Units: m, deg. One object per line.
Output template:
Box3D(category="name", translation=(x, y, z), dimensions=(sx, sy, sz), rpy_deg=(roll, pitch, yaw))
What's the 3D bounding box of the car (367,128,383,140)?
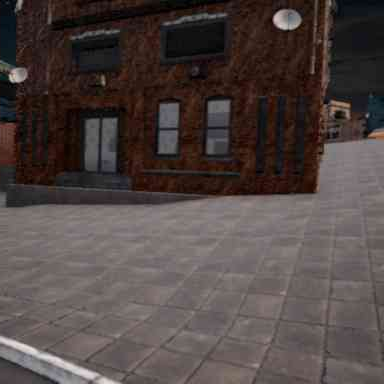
Box3D(category="car", translation=(18.876, -5.262, 30.968), dimensions=(2.185, 1.767, 4.553), rpy_deg=(1, 2, -25))
